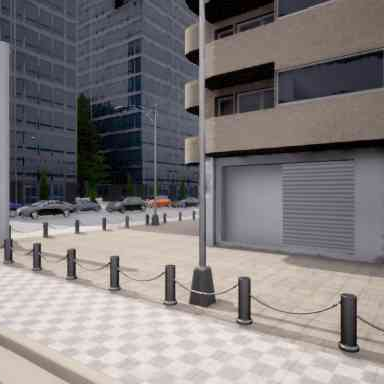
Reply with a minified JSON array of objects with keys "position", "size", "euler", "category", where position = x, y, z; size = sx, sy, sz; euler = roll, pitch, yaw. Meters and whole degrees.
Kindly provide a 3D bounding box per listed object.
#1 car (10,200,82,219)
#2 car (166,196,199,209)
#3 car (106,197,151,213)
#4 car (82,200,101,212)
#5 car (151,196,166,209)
[{"position":[-12.415,1.436,28.422],"size":[2.128,1.511,4.902],"euler":[0,0,36],"category":"car"},{"position":[-0.880,1.450,44.391],"size":[1.837,1.490,4.892],"euler":[0,0,36],"category":"car"},{"position":[-7.073,1.297,35.824],"size":[2.097,1.767,4.553],"euler":[0,0,36],"category":"car"},{"position":[-11.748,1.508,35.319],"size":[1.994,1.385,4.181],"euler":[0,0,36],"category":"car"},{"position":[-4.934,1.296,44.756],"size":[2.097,1.767,4.553],"euler":[0,0,36],"category":"car"}]
